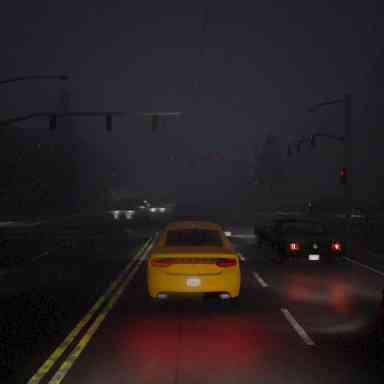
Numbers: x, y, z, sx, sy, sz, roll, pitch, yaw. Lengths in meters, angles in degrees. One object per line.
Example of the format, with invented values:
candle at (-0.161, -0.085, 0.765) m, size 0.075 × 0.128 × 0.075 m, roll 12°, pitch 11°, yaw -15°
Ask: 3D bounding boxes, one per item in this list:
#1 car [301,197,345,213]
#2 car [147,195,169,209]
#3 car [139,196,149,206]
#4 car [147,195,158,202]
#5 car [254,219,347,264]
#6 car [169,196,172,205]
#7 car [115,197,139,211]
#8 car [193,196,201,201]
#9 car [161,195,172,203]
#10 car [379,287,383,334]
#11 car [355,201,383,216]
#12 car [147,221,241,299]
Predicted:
car at (14.080, 1.352, 35.576) m, size 4.553 × 1.767 × 2.097 m, roll 0°, pitch 0°, yaw -2°
car at (-4.696, 1.563, 46.237) m, size 1.994 × 1.385 × 4.181 m, roll 0°, pitch 0°, yaw -2°
car at (-8.392, 1.548, 53.504) m, size 2.033 × 1.411 × 5.357 m, roll 0°, pitch 0°, yaw -1°
car at (-8.867, 1.473, 75.189) m, size 1.882 × 1.535 × 5.008 m, roll 0°, pitch 0°, yaw -1°
car at (3.501, 1.601, 11.811) m, size 1.895 × 1.301 × 4.718 m, roll 0°, pitch 0°, yaw -1°
car at (-4.995, 1.351, 58.044) m, size 2.097 × 1.767 × 4.553 m, roll 0°, pitch 0°, yaw -1°
car at (-8.257, 1.505, 41.564) m, size 1.837 × 1.490 × 4.892 m, roll 0°, pitch 0°, yaw 1°
car at (1.298, 1.595, 88.224) m, size 1.895 × 1.301 × 4.718 m, roll 0°, pitch 0°, yaw -1°
car at (-5.210, 1.506, 69.188) m, size 2.128 × 1.511 × 4.902 m, roll 0°, pitch 0°, yaw -1°
car at (3.597, 1.478, 2.721) m, size 1.882 × 1.535 × 5.008 m, roll 0°, pitch 0°, yaw 0°
car at (18.770, 1.547, 32.211) m, size 5.357 × 1.411 × 2.033 m, roll 0°, pitch 0°, yaw -2°
car at (0.033, 1.478, 8.487) m, size 1.882 × 1.535 × 5.008 m, roll 0°, pitch 0°, yaw 0°
